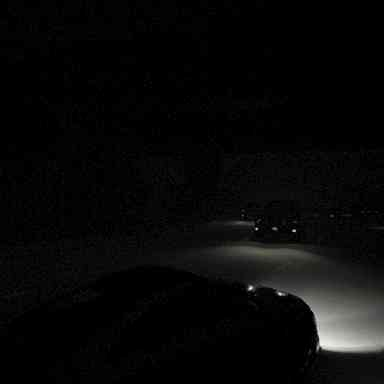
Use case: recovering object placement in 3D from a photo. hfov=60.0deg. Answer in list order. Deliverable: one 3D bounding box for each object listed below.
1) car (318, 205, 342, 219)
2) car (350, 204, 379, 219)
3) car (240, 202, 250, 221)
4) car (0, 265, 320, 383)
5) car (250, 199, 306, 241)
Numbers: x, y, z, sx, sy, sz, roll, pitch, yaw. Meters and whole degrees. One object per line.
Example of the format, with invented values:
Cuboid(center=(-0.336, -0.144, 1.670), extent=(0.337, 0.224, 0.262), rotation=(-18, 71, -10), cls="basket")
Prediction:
Cuboid(center=(14.094, 2.027, 34.092), extent=(1.895, 1.301, 4.718), rotation=(0, -1, 17), cls="car")
Cuboid(center=(18.010, 1.995, 34.900), extent=(2.033, 1.411, 5.357), rotation=(0, -1, 16), cls="car")
Cuboid(center=(5.871, 1.722, 31.306), extent=(2.097, 1.767, 4.553), rotation=(0, -1, 17), cls="car")
Cuboid(center=(-0.221, 1.608, 3.924), extent=(4.181, 1.385, 1.994), rotation=(1, -1, -44), cls="car")
Cuboid(center=(5.102, 1.447, 18.604), extent=(2.150, 2.045, 5.566), rotation=(0, -1, 24), cls="car")
